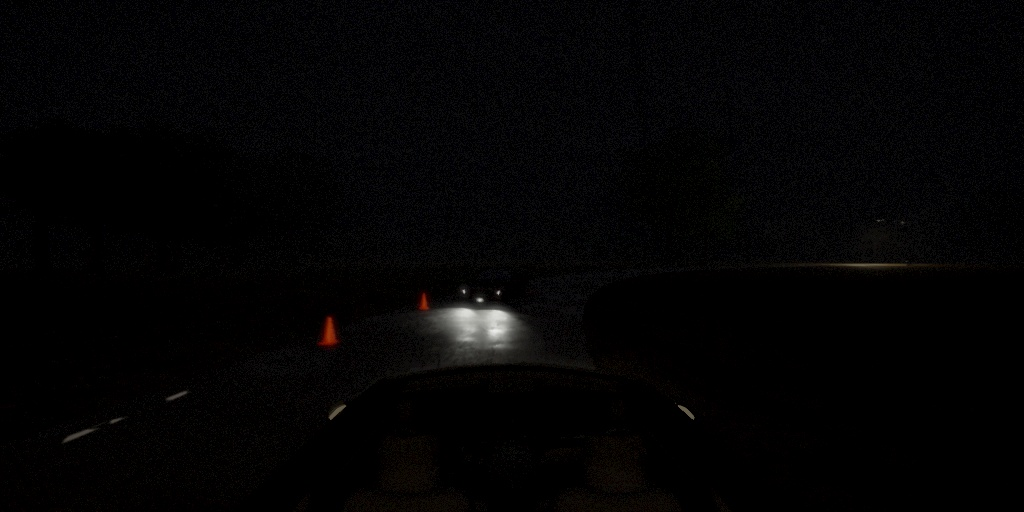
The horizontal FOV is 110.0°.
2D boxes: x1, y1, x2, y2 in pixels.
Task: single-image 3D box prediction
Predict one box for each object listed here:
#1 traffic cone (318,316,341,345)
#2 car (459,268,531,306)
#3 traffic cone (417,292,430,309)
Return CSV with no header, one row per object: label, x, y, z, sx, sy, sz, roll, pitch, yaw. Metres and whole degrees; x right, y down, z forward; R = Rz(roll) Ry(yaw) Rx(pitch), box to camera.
traffic cone,-4.085,1.647,8.026,0.340,0.580,0.340,0,0,7
car,-0.504,1.228,15.795,2.033,1.411,5.357,1,0,15
traffic cone,-3.244,1.632,13.172,0.340,0.580,0.340,0,0,12
